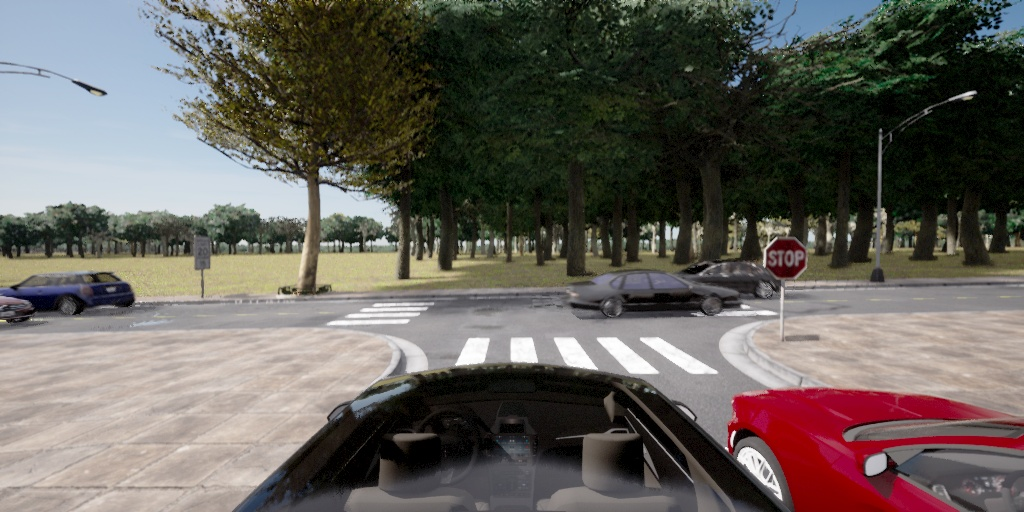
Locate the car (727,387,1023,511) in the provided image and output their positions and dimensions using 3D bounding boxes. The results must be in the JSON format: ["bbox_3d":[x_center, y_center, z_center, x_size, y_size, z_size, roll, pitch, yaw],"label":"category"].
[{"bbox_3d":[2.638,1.297,1.179,1.888,1.381,4.507,0,0,0],"label":"car"}]

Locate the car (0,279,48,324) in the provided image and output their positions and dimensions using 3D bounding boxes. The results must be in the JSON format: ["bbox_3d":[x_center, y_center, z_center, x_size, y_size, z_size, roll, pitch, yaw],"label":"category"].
[{"bbox_3d":[-18.612,1.671,11.576,4.674,1.442,1.812,-1,1,0],"label":"car"}]

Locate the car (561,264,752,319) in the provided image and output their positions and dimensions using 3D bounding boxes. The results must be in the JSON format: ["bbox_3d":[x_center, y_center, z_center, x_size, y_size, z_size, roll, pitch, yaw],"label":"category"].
[{"bbox_3d":[4.329,1.146,11.620,5.357,1.411,2.033,-1,1,0],"label":"car"}]

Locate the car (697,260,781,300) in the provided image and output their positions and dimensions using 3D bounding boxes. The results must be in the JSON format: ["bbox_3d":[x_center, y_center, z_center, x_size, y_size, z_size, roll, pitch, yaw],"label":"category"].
[{"bbox_3d":[8.245,0.950,14.575,4.892,1.490,1.837,-1,1,0],"label":"car"}]

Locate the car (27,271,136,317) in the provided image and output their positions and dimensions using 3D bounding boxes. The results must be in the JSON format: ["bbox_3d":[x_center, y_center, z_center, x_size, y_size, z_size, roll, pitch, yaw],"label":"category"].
[{"bbox_3d":[-18.351,1.431,14.521,4.553,1.767,2.097,-1,1,0],"label":"car"}]
